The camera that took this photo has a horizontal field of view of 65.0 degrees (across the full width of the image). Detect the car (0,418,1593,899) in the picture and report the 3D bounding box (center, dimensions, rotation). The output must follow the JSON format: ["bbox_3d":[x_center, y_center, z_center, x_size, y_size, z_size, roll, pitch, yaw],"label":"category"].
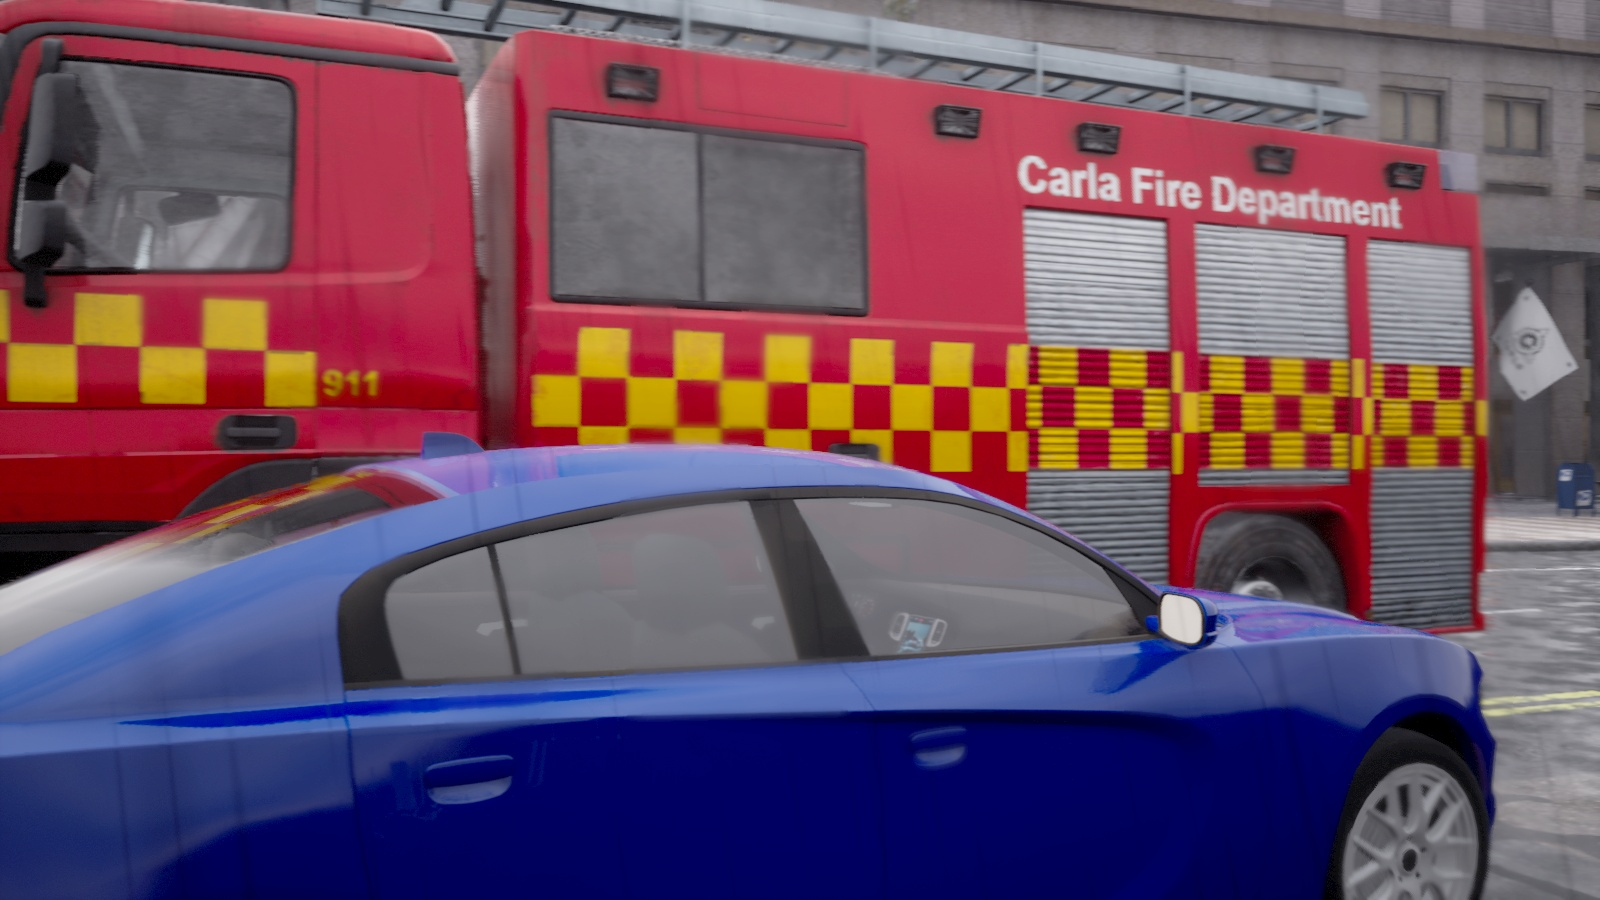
[{"bbox_3d":[-0.136,0.726,3.434,5.008,1.535,1.882,0,0,-32],"label":"car"}]

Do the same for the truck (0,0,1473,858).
[{"bbox_3d":[-0.392,-0.412,7.280,8.468,3.827,2.891,0,0,-23],"label":"truck"}]
